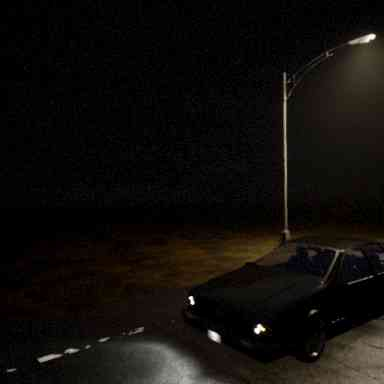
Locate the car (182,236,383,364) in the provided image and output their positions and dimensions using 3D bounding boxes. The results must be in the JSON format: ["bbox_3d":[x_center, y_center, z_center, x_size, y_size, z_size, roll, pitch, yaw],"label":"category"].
[{"bbox_3d":[2.452,1.568,6.093,5.357,1.411,2.033,0,0,-36],"label":"car"}]
